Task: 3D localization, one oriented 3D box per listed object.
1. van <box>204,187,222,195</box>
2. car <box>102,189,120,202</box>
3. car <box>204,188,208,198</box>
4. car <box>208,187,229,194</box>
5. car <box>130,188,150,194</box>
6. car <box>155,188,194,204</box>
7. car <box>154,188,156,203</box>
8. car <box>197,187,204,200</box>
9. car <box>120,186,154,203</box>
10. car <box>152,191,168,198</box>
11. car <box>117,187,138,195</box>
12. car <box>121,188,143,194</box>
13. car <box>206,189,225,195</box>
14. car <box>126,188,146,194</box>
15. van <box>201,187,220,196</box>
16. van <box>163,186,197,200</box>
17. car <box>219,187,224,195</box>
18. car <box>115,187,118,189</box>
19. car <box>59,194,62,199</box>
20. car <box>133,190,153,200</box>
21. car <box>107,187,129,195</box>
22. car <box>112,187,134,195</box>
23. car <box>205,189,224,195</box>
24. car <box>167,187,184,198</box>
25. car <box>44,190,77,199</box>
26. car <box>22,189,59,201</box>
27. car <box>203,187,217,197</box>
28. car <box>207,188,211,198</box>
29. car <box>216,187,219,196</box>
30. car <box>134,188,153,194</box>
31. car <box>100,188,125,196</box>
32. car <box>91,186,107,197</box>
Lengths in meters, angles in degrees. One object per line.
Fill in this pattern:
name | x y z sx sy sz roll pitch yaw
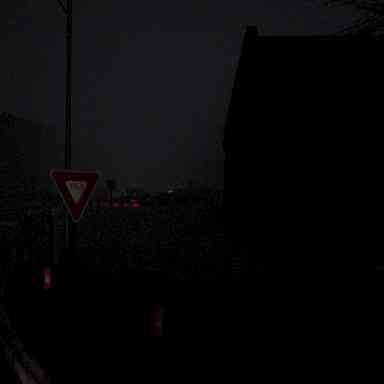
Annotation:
van | 5.338 -0.181 84.335 4.442 1.987 1.878 1 1 12
car | -10.629 0.715 48.098 1.812 1.442 4.674 1 1 13
car | -0.153 0.545 60.071 5.008 1.535 2.097 1 1 12
car | 7.595 -0.408 95.220 5.566 2.045 2.435 1 1 12
car | -14.132 -0.342 90.295 4.892 1.521 2.231 1 1 12
car | -2.542 0.641 49.079 4.553 1.767 2.185 1 1 12
car | -5.505 0.550 57.450 2.128 1.511 4.902 1 1 13
car | -0.742 0.481 57.225 4.553 1.767 2.185 1 1 12
car | -7.708 0.465 47.428 2.150 2.045 5.566 1 1 13
car | -6.436 0.405 67.346 1.895 1.301 4.718 1 1 12
car | -15.883 -0.317 82.211 4.553 1.767 2.185 1 1 12
car | -15.317 -0.242 84.910 4.892 1.521 2.231 1 1 12
car | 6.391 -0.030 89.799 4.792 1.488 2.163 1 1 12
car | -14.724 -0.293 87.603 4.892 1.521 2.231 1 1 12
van | 4.511 -0.134 81.674 4.442 1.987 1.878 1 1 12
van | -2.058 0.488 51.948 4.442 1.987 1.878 1 1 12
car | 4.053 -0.103 78.927 5.566 2.045 2.435 1 1 12
car | -18.698 0.083 68.719 5.366 1.575 1.946 1 1 12
car | -22.441 0.404 52.603 5.008 1.535 2.097 1 1 12
car | -8.496 0.515 57.808 1.837 1.490 4.892 1 1 12
car | -17.129 -0.211 76.839 4.553 1.767 2.185 1 1 12
car | -16.537 -0.264 79.531 4.553 1.767 2.185 1 1 12
car | 5.845 0.029 87.202 4.674 1.452 2.002 1 1 12
car | -3.322 0.063 67.505 2.150 2.045 5.566 1 1 12
car | -21.841 0.395 55.293 4.674 1.452 2.002 1 1 12
car | -22.997 0.325 49.895 4.553 1.767 2.185 1 1 12
car | 1.805 0.373 68.047 5.366 1.575 1.946 1 1 12
car | 0.431 0.491 62.660 4.892 1.521 2.231 1 1 12
car | 2.226 0.061 70.923 5.566 2.045 2.435 1 1 12
car | -13.539 -0.391 92.986 4.892 1.521 2.231 1 1 12
car | -17.699 -0.030 74.145 5.008 1.535 2.097 1 1 12
car | -19.496 -0.112 66.066 5.566 2.045 2.435 1 1 12
